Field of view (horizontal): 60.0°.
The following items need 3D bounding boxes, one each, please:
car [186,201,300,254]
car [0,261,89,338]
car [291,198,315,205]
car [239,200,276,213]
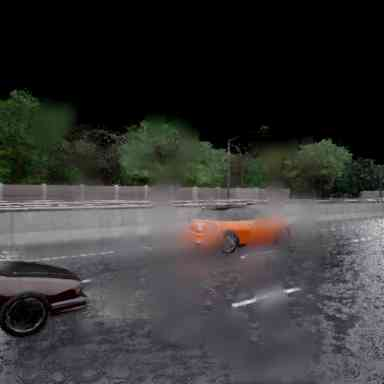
[{"bbox_3d":[2.061,1.391,13.818,4.553,1.767,2.097,0,0,-36],"label":"car"},{"bbox_3d":[-4.418,1.546,4.894,5.357,1.411,2.033,0,0,-36],"label":"car"},{"bbox_3d":[12.273,1.539,38.502,4.553,1.767,2.097,0,0,-35],"label":"car"},{"bbox_3d":[7.829,1.733,39.648,4.181,1.385,1.994,1,0,-35],"label":"car"}]
